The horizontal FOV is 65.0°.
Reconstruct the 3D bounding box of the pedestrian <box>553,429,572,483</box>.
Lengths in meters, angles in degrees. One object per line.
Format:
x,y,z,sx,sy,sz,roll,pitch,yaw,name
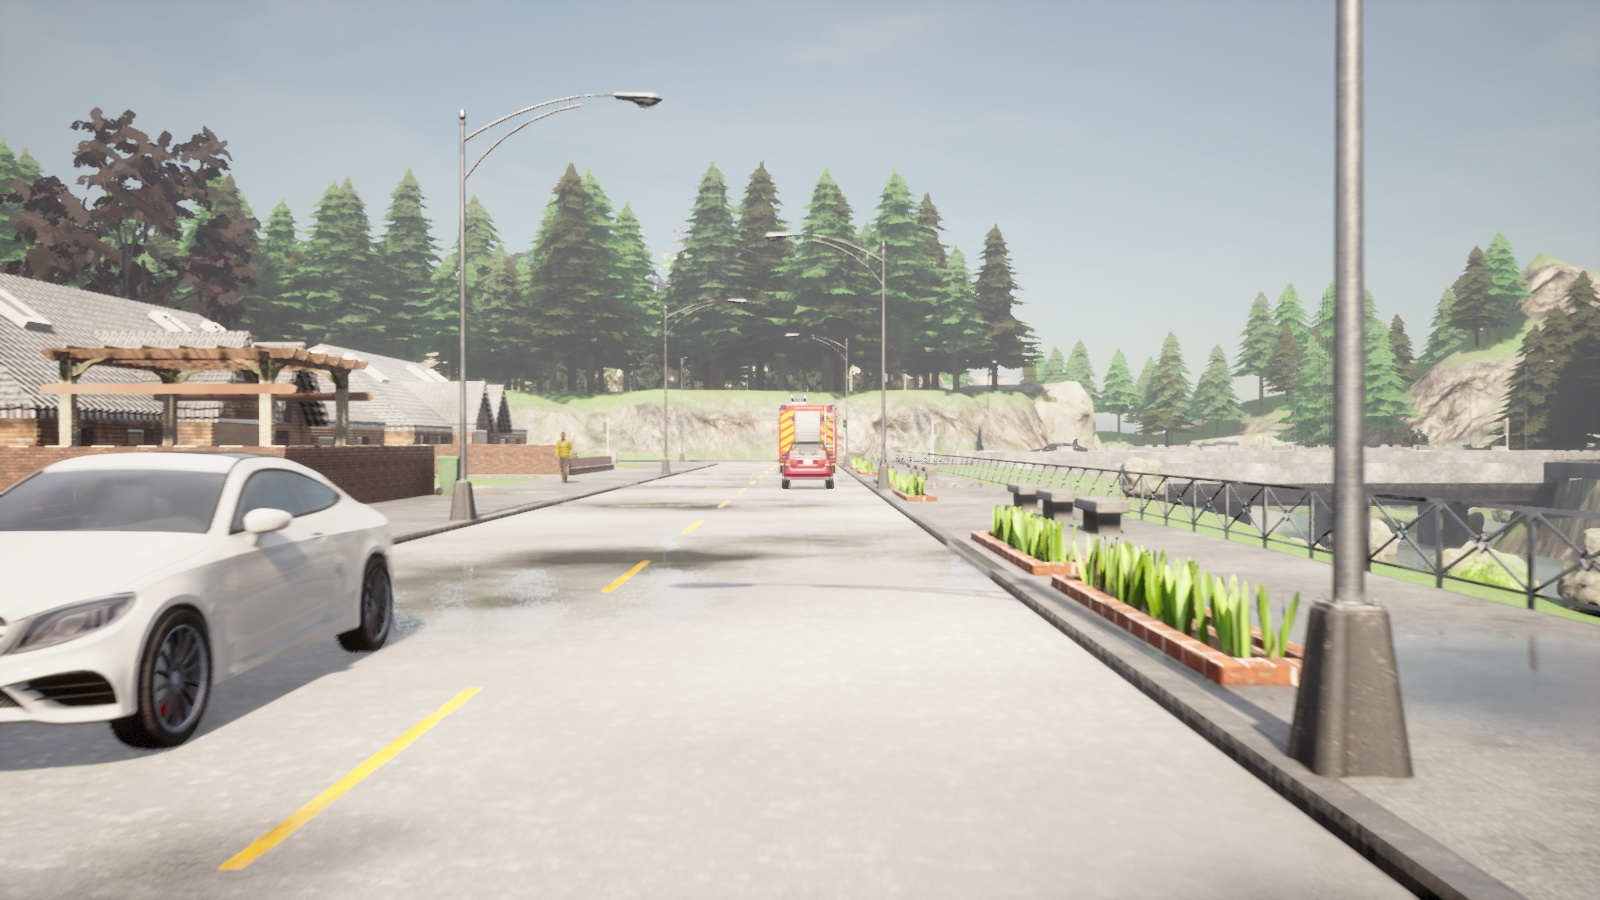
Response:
-8.133,0.208,42.986,0.431,1.840,0.709,0,0,11,pedestrian

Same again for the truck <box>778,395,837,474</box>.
0.392,-0.785,65.219,2.891,3.827,8.468,0,0,0,truck

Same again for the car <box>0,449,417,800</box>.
-3.942,0.726,7.578,1.812,1.442,4.674,0,0,0,car

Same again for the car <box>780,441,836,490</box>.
0.258,0.488,42.168,1.789,1.549,3.705,0,0,0,car
